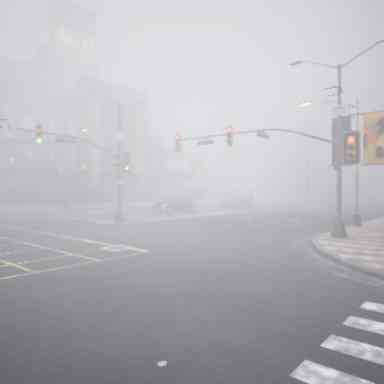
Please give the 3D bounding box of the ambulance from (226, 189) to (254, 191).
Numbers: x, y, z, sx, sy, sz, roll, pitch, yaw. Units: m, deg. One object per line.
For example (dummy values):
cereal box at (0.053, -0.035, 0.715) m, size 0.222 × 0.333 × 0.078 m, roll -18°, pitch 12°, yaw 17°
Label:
ambulance at (6.240, 0.741, 46.538) m, size 2.351 × 2.431 × 6.366 m, roll 0°, pitch 0°, yaw 41°

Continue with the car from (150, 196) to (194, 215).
car at (-1.843, 1.155, 31.890) m, size 2.097 × 1.767 × 4.553 m, roll 0°, pitch 0°, yaw 41°

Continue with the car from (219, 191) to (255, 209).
car at (5.223, 1.108, 40.052) m, size 2.097 × 1.767 × 4.553 m, roll 0°, pitch 0°, yaw 41°
